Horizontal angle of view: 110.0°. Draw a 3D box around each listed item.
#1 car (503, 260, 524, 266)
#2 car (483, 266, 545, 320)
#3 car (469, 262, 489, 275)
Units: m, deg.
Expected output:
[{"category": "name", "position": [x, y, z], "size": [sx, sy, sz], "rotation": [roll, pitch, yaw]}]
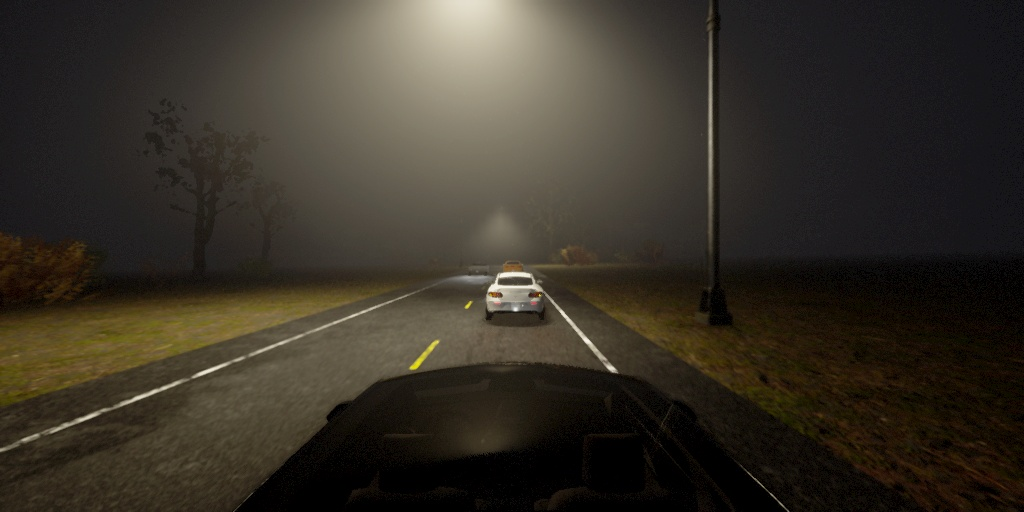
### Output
[{"category": "car", "position": [0.111, 1.164, 35.114], "size": [1.882, 1.535, 5.008], "rotation": [0, 0, 0]}, {"category": "car", "position": [0.104, 1.255, 12.476], "size": [1.812, 1.442, 4.674], "rotation": [0, 0, 0]}, {"category": "car", "position": [-3.486, 1.282, 38.191], "size": [1.895, 1.301, 4.718], "rotation": [0, 0, 0]}]
